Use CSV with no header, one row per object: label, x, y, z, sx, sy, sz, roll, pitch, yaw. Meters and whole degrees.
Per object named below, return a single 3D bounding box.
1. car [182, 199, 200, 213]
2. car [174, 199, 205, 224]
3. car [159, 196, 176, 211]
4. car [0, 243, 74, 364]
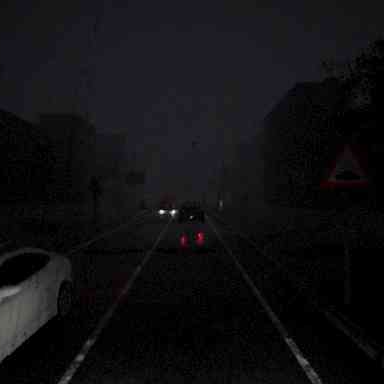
car,-0.140,1.715,41.848,2.128,1.511,4.902,0,-1,0
car,-0.044,1.523,25.291,2.128,1.511,4.902,0,0,0
car,-3.356,1.530,46.705,2.150,2.045,5.566,0,-1,0
car,-3.123,1.532,4.583,1.812,1.442,4.674,0,0,0
